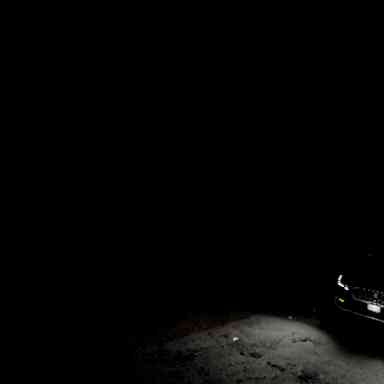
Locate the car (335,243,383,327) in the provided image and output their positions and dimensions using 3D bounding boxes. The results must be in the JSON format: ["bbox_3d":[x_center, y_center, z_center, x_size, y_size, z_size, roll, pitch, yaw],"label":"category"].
[{"bbox_3d":[4.729,1.506,6.430,4.892,1.490,1.837,0,0,-35],"label":"car"}]
